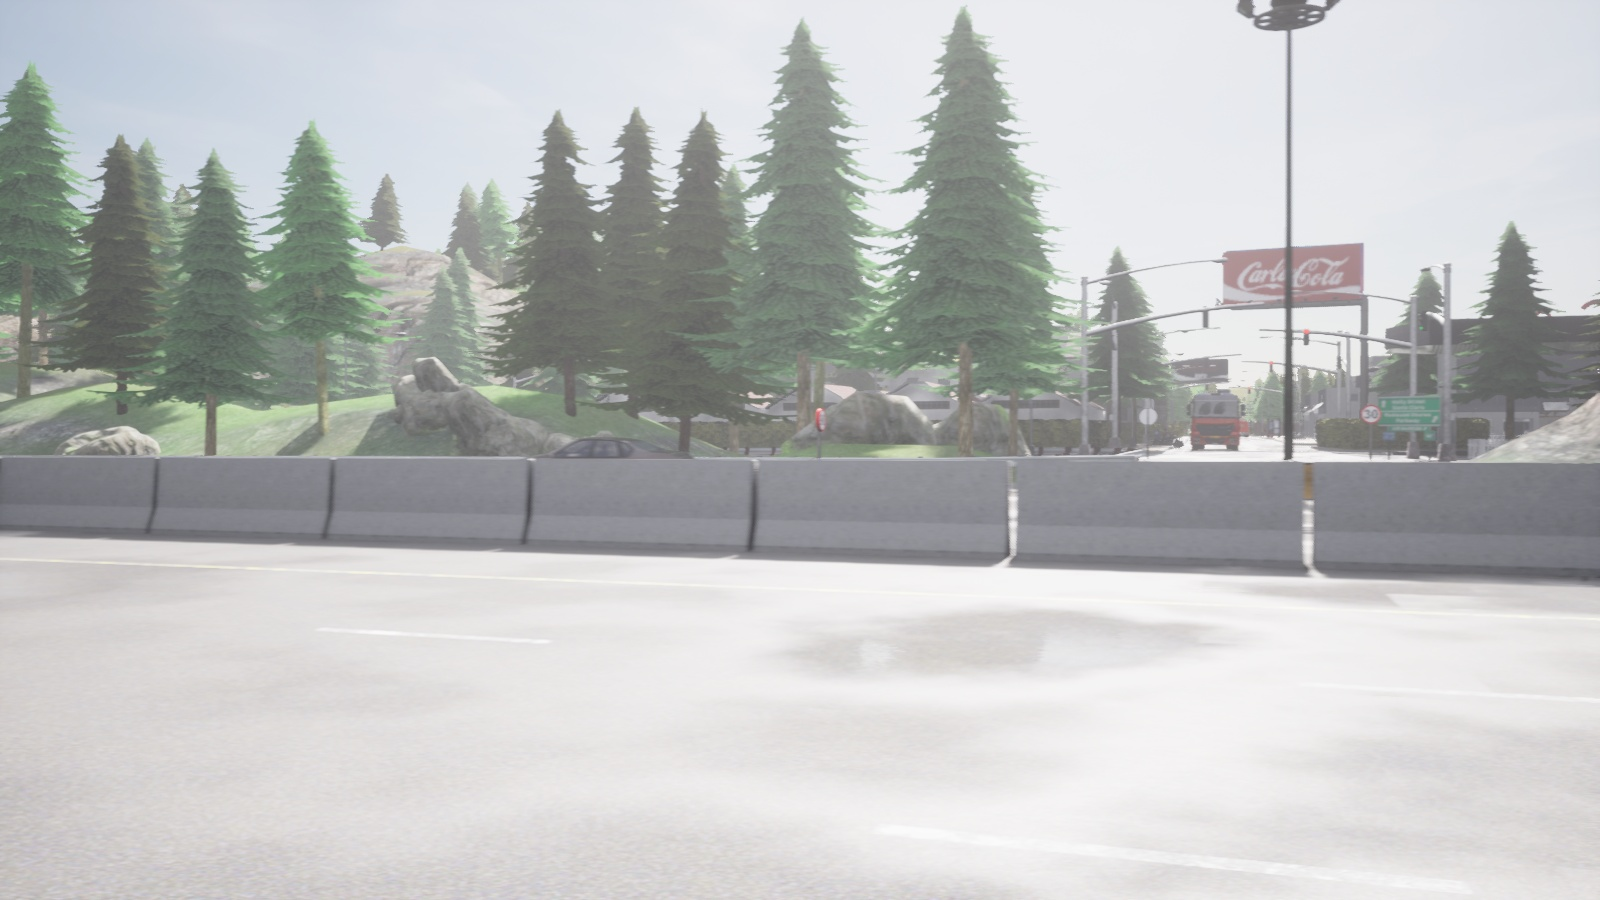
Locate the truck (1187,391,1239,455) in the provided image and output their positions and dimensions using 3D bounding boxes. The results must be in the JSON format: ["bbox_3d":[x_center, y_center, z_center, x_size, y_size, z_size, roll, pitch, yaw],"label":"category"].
[{"bbox_3d":[26.150,-1.700,79.407,2.891,3.827,8.468,1,1,19],"label":"truck"}]

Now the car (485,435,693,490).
[{"bbox_3d":[-5.856,0.306,34.869,5.357,1.411,2.033,0,1,18],"label":"car"}]

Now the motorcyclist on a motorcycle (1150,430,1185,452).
[{"bbox_3d":[27.513,-0.678,93.991,2.350,1.649,0.766,1,4,37],"label":"motorcyclist on a motorcycle"}]
